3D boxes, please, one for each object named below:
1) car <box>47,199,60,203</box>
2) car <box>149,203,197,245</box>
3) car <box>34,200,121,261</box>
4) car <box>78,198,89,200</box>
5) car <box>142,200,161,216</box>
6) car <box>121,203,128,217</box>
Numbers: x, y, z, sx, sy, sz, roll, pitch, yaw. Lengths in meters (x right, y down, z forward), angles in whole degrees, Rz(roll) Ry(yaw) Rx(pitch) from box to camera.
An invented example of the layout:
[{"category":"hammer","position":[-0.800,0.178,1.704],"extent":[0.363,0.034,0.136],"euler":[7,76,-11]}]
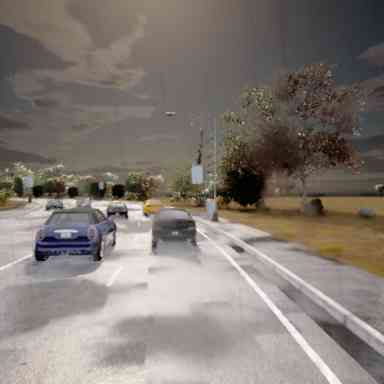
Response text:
[{"category":"car","position":[-17.446,1.631,42.368],"extent":[1.994,1.385,4.181],"euler":[0,0,-18]},{"category":"car","position":[-0.913,1.497,15.661],"extent":[1.882,1.535,5.008],"euler":[0,0,-6]},{"category":"car","position":[-4.126,1.374,12.532],"extent":[2.097,1.767,4.553],"euler":[0,0,-5]},{"category":"car","position":[-14.167,1.558,43.626],"extent":[2.128,1.511,4.902],"euler":[0,0,-18]},{"category":"car","position":[-3.960,1.523,33.538],"extent":[1.882,1.535,5.008],"euler":[0,0,-13]},{"category":"car","position":[-7.034,1.647,31.429],"extent":[1.895,1.301,4.718],"euler":[0,0,-12]}]
